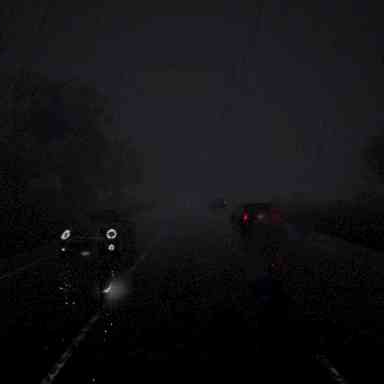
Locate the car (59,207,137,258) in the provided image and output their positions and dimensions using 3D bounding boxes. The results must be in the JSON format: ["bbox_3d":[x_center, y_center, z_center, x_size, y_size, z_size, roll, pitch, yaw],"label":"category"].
[{"bbox_3d":[-3.549,1.459,13.291,2.097,1.767,4.553,-1,0,0],"label":"car"}]

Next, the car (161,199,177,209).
[{"bbox_3d":[-3.265,1.756,48.340,1.994,1.385,4.181,-1,0,3],"label":"car"}]

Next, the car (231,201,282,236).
[{"bbox_3d":[3.444,1.329,18.559,2.097,1.767,4.553,-1,0,0],"label":"car"}]

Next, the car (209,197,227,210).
[{"bbox_3d":[3.394,1.397,44.641,2.097,1.767,4.553,-1,0,0],"label":"car"}]

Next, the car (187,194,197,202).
[{"bbox_3d":[-0.181,1.749,85.012,1.812,1.442,4.674,-1,0,0],"label":"car"}]
